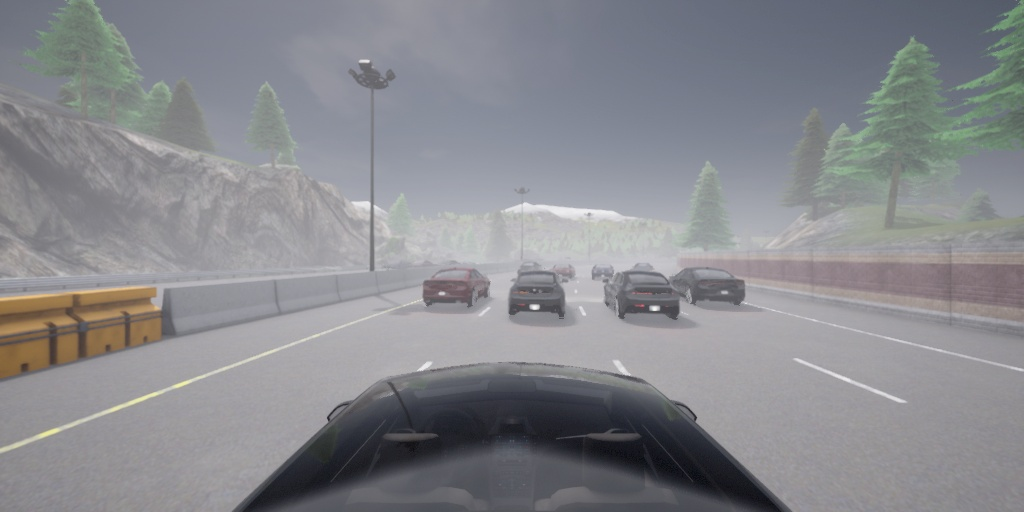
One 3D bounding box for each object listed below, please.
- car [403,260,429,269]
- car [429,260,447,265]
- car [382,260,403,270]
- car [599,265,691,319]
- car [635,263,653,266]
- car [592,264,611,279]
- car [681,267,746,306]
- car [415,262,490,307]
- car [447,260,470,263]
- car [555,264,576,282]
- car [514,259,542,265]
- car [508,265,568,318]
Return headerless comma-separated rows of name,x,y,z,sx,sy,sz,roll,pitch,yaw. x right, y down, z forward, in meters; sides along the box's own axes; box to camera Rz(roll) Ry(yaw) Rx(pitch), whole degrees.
car,-12.369,1.261,49.117,1.812,1.442,4.674,0,0,19
car,-8.775,1.243,48.829,1.837,1.490,4.892,0,0,19
car,-15.798,1.279,50.043,2.033,1.411,5.357,0,0,19
car,4.476,1.260,12.924,1.837,1.490,4.892,0,1,7
car,12.230,1.321,33.527,1.994,1.385,4.181,0,0,16
car,8.190,1.355,32.198,1.895,1.301,4.718,0,0,15
car,8.434,1.233,16.061,1.882,1.535,5.008,0,0,8
car,-2.232,1.224,15.570,1.882,1.535,5.008,0,0,8
car,-6.057,1.342,46.059,1.895,1.301,4.718,0,0,19
car,4.719,1.352,32.737,1.895,1.301,4.718,0,0,15
car,1.873,1.274,35.498,1.812,1.442,4.674,0,0,16
car,0.977,1.257,13.151,1.837,1.490,4.892,0,1,7
